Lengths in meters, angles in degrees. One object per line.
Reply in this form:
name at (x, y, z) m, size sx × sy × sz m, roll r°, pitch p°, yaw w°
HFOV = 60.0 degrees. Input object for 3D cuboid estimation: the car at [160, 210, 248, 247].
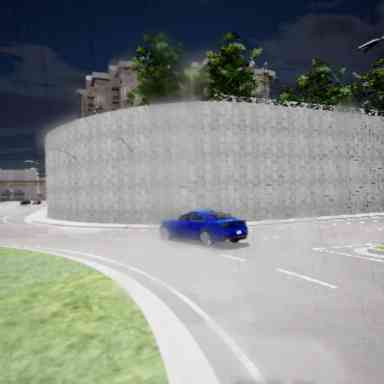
car at (0.393, 1.615, 15.994) m, size 1.882 × 1.535 × 5.008 m, roll -1°, pitch -1°, yaw -40°
